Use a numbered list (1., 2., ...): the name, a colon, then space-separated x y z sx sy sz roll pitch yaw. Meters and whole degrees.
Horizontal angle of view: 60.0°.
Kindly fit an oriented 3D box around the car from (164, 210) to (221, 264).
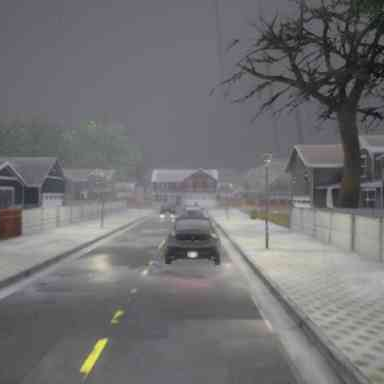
1. car: 0.039 1.635 12.380 1.837 1.490 4.892 0 0 0

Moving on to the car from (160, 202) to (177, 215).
1. car: -2.784 1.942 40.344 2.033 1.411 5.357 0 -1 0

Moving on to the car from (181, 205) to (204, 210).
1. car: 0.040 1.802 27.960 1.812 1.442 4.674 0 -1 1
